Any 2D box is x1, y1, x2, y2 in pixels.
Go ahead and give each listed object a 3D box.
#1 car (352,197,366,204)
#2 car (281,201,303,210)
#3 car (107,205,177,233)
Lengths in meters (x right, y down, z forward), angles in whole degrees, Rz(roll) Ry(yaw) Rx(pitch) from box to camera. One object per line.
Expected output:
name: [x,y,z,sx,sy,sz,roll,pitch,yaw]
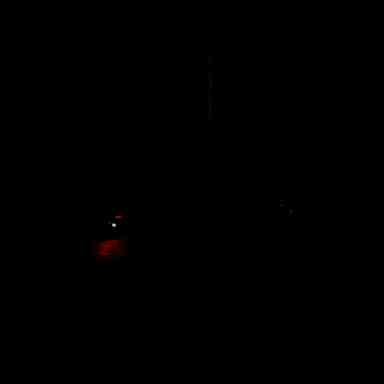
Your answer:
car: [38.519,2.070,77.669,2.097,1.767,4.553,-1,-1,36]
car: [14.793,1.994,49.364,1.895,1.301,4.718,-1,-1,36]
car: [-2.871,1.575,20.235,1.837,1.490,4.892,-1,-1,36]
